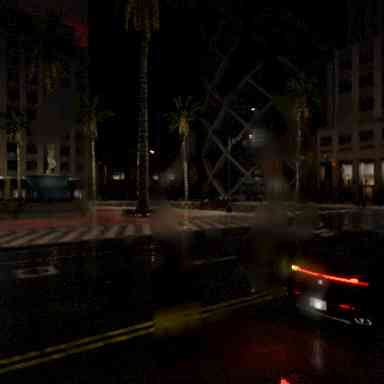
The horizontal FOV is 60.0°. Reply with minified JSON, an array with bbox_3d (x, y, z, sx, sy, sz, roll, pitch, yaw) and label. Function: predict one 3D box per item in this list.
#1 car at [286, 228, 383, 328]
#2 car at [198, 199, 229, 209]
[{"bbox_3d":[3.944,1.488,6.583,4.892,1.490,1.837,0,0,-35],"label":"car"},{"bbox_3d":[2.824,1.556,43.005,1.994,1.385,4.181,0,0,-44],"label":"car"}]
